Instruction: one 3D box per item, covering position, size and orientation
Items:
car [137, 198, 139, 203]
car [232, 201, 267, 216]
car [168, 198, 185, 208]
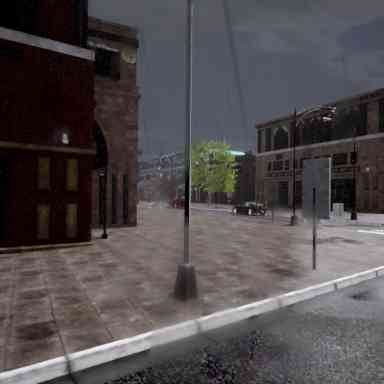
[{"bbox_3d":[-12.197,1.671,69.007,1.802,1.307,4.206,1,-1,-27],"label":"car"},{"bbox_3d":[5.783,1.628,33.768,2.008,1.369,4.403,1,-1,-27],"label":"car"},{"bbox_3d":[-2.165,1.627,49.311,1.887,1.381,4.507,1,-1,-27],"label":"car"}]
